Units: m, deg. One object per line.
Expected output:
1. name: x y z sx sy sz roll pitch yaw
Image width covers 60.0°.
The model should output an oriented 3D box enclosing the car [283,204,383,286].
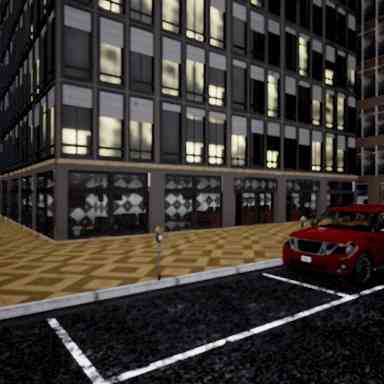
1. car: 4.824 1.312 9.572 5.009 1.841 2.192 0 0 -36
